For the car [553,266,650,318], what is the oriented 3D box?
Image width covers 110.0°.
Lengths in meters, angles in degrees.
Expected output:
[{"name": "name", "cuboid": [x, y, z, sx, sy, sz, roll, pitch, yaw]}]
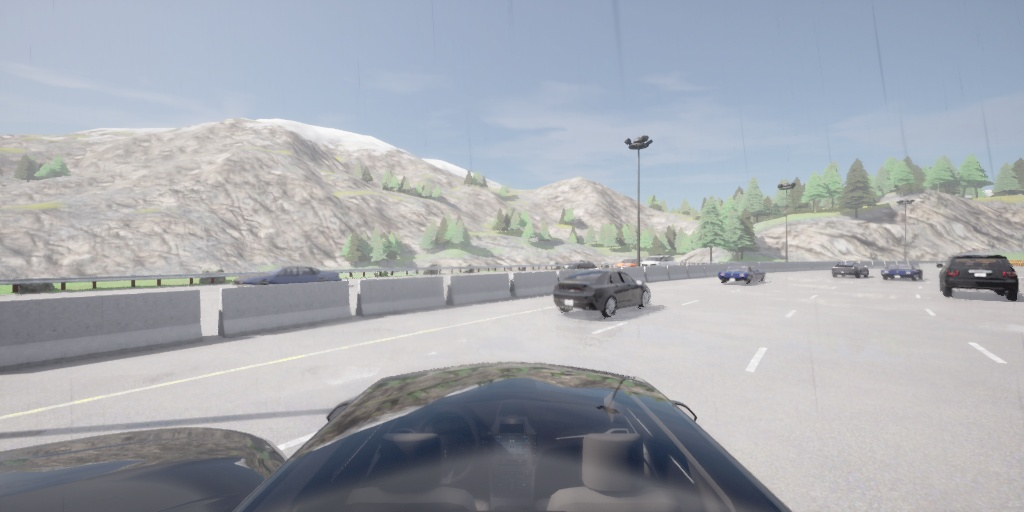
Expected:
[{"name": "car", "cuboid": [3.415, 1.252, 13.115, 1.837, 1.490, 4.892, 0, -1, 42]}]

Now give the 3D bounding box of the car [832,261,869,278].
[{"name": "car", "cuboid": [31.387, 1.241, 33.249, 4.902, 1.511, 2.128, 0, 0, -35]}]

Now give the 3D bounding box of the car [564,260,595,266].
[{"name": "car", "cuboid": [8.834, 1.243, 47.188, 4.902, 1.511, 2.128, 0, 0, -38]}]

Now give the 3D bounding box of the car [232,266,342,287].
[{"name": "car", "cuboid": [-13.062, 1.297, 21.175, 2.033, 1.411, 5.357, 0, 0, 40]}]

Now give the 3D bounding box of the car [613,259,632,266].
[{"name": "car", "cuboid": [13.831, 1.099, 42.220, 4.553, 1.767, 2.097, 0, 0, -38]}]

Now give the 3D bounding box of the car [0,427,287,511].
[{"name": "car", "cuboid": [-2.981, 1.255, 0.452, 4.892, 1.490, 1.837, 0, 0, -45]}]

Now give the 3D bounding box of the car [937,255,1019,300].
[{"name": "car", "cuboid": [23.181, 0.969, 17.959, 5.566, 2.045, 2.150, 0, 0, -41]}]

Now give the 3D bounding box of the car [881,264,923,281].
[{"name": "car", "cuboid": [32.321, 1.351, 29.641, 4.718, 1.301, 1.895, 0, 0, -35]}]

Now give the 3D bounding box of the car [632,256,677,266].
[{"name": "car", "cuboid": [16.011, 0.962, 39.481, 5.566, 2.045, 2.150, 0, 0, -38]}]

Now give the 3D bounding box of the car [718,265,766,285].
[{"name": "car", "cuboid": [17.051, 1.351, 26.458, 4.718, 1.301, 1.895, 0, 0, -41]}]
